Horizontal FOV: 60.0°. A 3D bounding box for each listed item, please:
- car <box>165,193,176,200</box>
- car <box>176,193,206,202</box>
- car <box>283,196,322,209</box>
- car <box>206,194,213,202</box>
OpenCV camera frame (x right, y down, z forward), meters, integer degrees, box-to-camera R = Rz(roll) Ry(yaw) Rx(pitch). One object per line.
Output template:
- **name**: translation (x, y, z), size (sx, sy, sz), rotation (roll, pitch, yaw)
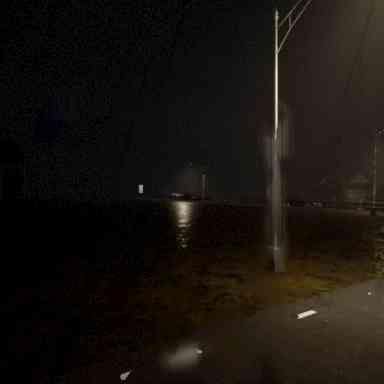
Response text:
- **car**: translation (-3.999, 0.954, 71.235), size (1.895, 1.301, 4.718), rotation (2, -1, -35)
- **car**: translation (-0.232, 1.008, 59.777), size (1.837, 1.490, 4.892), rotation (2, -1, -35)
- **car**: translation (13.390, 1.229, 40.476), size (1.837, 1.490, 4.892), rotation (2, 0, -35)
- **car**: translation (2.043, 1.098, 62.709), size (1.837, 1.490, 4.892), rotation (2, -1, -35)
